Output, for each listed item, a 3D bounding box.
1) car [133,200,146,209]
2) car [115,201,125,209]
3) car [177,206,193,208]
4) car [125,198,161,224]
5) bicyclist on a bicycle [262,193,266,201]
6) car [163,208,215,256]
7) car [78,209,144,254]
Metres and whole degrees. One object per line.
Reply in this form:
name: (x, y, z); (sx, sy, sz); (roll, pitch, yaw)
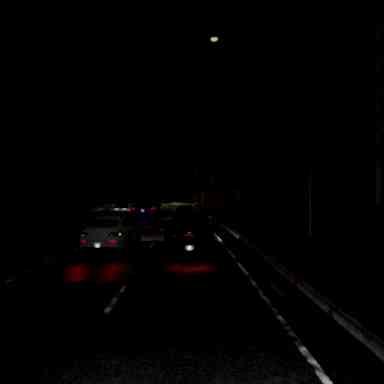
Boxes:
car: (-9.252, 2.164, 58.755); (1.882, 1.535, 5.008); (0, -1, -5)
car: (-12.627, 2.253, 60.164); (2.033, 1.411, 5.357); (0, -1, -5)
car: (-0.583, 1.839, 27.879); (2.033, 1.411, 5.357); (0, -1, -2)
car: (-3.834, 1.515, 27.784); (2.150, 2.045, 5.566); (0, 0, -2)
bicyclist on a bicycle: (14.718, 1.043, 68.066); (0.582, 1.620, 1.656); (-2, -1, -6)
car: (-0.115, 1.646, 13.717); (1.837, 1.490, 4.892); (0, 0, -1)
car: (-3.370, 1.667, 14.063); (1.812, 1.442, 4.674); (0, 0, -1)
